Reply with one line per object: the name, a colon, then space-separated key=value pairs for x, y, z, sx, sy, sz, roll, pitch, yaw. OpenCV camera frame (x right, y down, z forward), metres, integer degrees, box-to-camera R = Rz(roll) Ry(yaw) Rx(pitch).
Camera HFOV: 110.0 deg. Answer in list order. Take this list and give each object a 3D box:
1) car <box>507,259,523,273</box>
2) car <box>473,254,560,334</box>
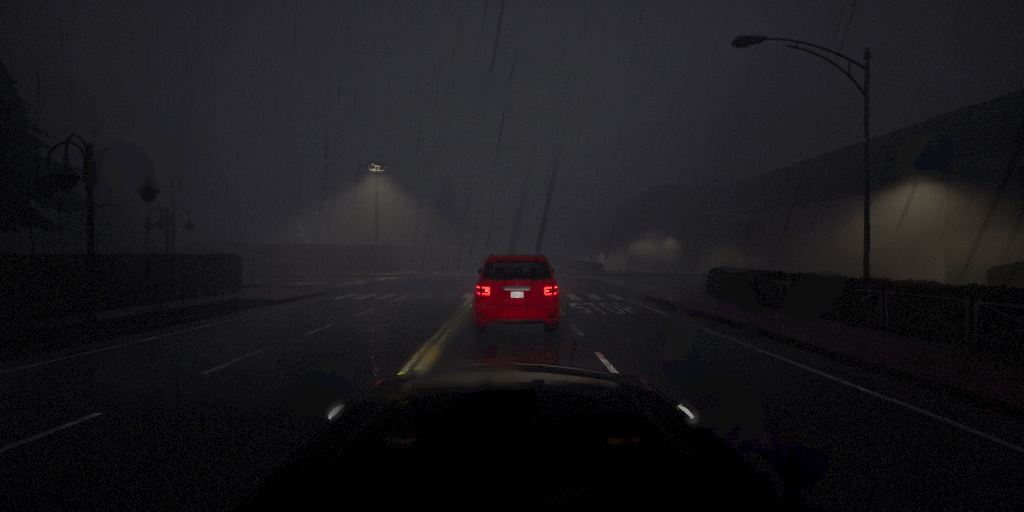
car: x=0.363 y=1.228 z=45.637 sx=1.882 sy=1.535 sz=5.008 roll=0 pitch=0 yaw=1
car: x=0.123 y=0.971 z=10.806 sx=2.150 sy=2.045 sz=5.566 roll=0 pitch=0 yaw=0
